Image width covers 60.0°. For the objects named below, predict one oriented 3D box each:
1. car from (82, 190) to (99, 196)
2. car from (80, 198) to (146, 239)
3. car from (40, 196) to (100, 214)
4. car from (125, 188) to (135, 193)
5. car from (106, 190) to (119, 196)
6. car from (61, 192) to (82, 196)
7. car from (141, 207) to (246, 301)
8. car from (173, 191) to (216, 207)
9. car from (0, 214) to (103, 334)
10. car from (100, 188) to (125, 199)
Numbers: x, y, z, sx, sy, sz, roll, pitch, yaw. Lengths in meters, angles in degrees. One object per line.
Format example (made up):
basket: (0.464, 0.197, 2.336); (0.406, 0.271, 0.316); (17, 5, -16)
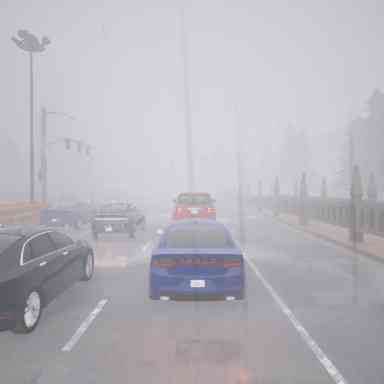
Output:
car: (-20.793, 0.377, 66.263); (2.097, 1.767, 4.553); (0, 1, 0)
car: (-3.379, 1.279, 15.976); (2.128, 1.511, 4.902); (0, 1, 0)
car: (-6.869, 1.219, 19.059); (1.882, 1.535, 5.008); (0, 1, 0)
car: (-13.783, 0.214, 68.674); (2.150, 2.045, 5.566); (0, 1, 0)
car: (-20.714, 0.250, 87.092); (2.033, 1.411, 5.357); (0, 1, 0)
car: (-20.902, 0.697, 56.609); (1.812, 1.442, 4.674); (0, 1, 1)
car: (0.101, 1.383, 8.189); (1.882, 1.535, 5.008); (0, 1, 0)
car: (0.124, 0.978, 18.059); (2.150, 2.045, 5.566); (0, 1, 0)
car: (-3.401, 1.435, 6.603); (1.837, 1.490, 4.892); (0, 1, 0)
car: (-13.900, 0.367, 58.352); (2.150, 2.045, 5.566); (0, 1, 0)
